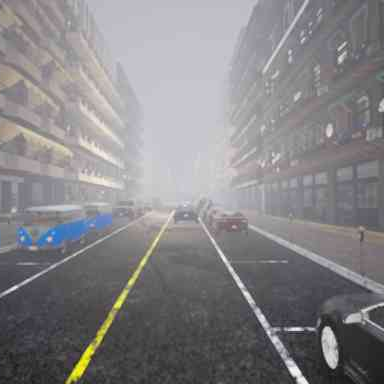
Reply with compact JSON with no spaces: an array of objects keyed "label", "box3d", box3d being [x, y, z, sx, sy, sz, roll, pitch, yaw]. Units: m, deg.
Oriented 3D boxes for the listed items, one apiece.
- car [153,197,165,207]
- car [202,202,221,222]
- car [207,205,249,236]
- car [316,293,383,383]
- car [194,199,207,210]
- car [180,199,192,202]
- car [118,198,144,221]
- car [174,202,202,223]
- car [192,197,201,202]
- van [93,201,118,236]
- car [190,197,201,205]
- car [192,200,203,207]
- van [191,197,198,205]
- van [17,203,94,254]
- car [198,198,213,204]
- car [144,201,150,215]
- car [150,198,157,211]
[{"label":"car","box3d":[-6.820,1.894,63.497,2.192,1.841,5.009,1,-1,-1]},{"label":"car","box3d":[2.005,1.727,24.928,1.887,1.381,4.507,1,-1,-1]},{"label":"car","box3d":[2.141,1.681,19.400,1.887,1.381,4.507,1,-1,-1]},{"label":"car","box3d":[2.548,1.561,2.813,2.008,1.369,4.403,1,0,-1]},{"label":"car","box3d":[1.294,1.874,52.575,1.967,1.590,4.097,1,-1,-1]},{"label":"car","box3d":[-0.907,1.836,42.085,2.128,1.511,4.902,0,0,-1]},{"label":"car","box3d":[-6.005,1.577,30.326,2.192,1.841,5.009,1,-1,-1]},{"label":"car","box3d":[-0.534,1.780,27.652,1.994,1.385,4.181,0,-1,-3]},{"label":"car","box3d":[1.568,1.643,41.517,2.192,1.841,5.009,1,-1,-1]},{"label":"van","box3d":[-5.735,1.510,19.269,1.690,1.788,3.998,1,0,-1]},{"label":"car","box3d":[0.753,1.983,74.694,2.192,1.841,5.009,1,-1,-1]},{"label":"car","box3d":[1.021,2.129,63.632,1.802,1.307,4.206,1,-1,-1]},{"label":"van","box3d":[0.617,2.073,80.223,1.690,1.788,3.998,1,-1,-1]},{"label":"van","box3d":[-5.598,1.465,13.739,1.690,1.788,3.998,1,0,-1]},{"label":"car","box3d":[1.879,1.670,30.459,1.967,1.590,4.097,1,-1,-1]},{"label":"car","box3d":[-6.141,1.626,35.854,2.192,1.841,5.009,1,-1,-1]},{"label":"car","box3d":[-6.417,1.978,46.911,1.947,1.339,4.313,1,-1,-1]}]
